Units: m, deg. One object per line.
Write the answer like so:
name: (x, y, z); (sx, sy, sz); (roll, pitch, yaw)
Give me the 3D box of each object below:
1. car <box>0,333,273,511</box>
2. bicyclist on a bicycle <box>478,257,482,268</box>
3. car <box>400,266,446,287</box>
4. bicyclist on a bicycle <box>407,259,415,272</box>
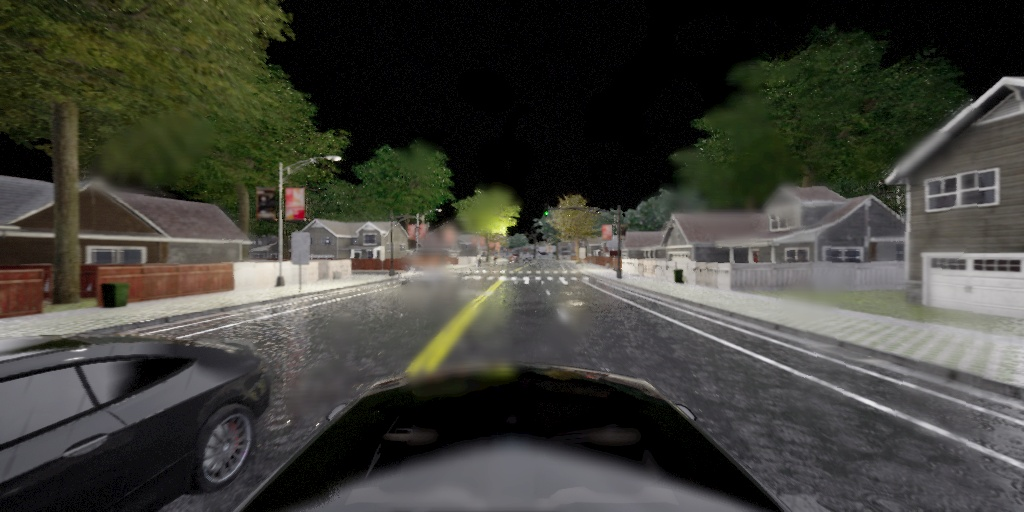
car: (-3.335, 1.271, 1.809); (1.812, 1.442, 4.674); (0, 0, 0)
bicyclist on a bicycle: (-4.905, 1.023, 53.890); (0.659, 1.776, 1.843); (0, 0, 4)
car: (-5.989, 1.334, 24.497); (1.895, 1.301, 4.718); (0, 0, 3)
bicyclist on a bicycle: (-7.993, 1.099, 28.153); (0.659, 1.776, 1.843); (0, 0, 3)
